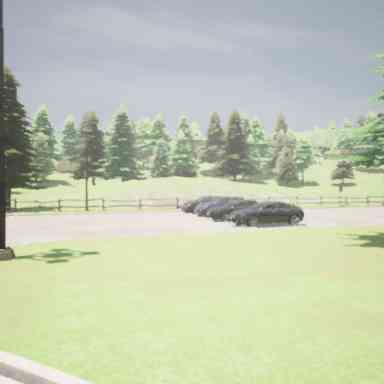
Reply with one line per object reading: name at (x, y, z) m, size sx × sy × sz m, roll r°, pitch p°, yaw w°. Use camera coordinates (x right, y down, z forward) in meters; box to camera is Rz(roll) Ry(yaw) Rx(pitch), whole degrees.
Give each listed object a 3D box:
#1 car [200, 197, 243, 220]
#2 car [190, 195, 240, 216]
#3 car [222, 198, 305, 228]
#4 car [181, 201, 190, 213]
car at (3.394, 1.303, 23.857) m, size 4.892 × 1.490 × 1.837 m, roll 0°, pitch 1°, yaw -20°
car at (2.501, 1.122, 27.256) m, size 4.553 × 1.767 × 2.097 m, roll 0°, pitch 1°, yaw -20°
car at (4.612, 1.331, 20.574) m, size 4.892 × 1.490 × 1.837 m, roll 0°, pitch 1°, yaw -20°
car at (1.287, 1.094, 30.538) m, size 4.553 × 1.767 × 2.097 m, roll 0°, pitch 1°, yaw -20°
